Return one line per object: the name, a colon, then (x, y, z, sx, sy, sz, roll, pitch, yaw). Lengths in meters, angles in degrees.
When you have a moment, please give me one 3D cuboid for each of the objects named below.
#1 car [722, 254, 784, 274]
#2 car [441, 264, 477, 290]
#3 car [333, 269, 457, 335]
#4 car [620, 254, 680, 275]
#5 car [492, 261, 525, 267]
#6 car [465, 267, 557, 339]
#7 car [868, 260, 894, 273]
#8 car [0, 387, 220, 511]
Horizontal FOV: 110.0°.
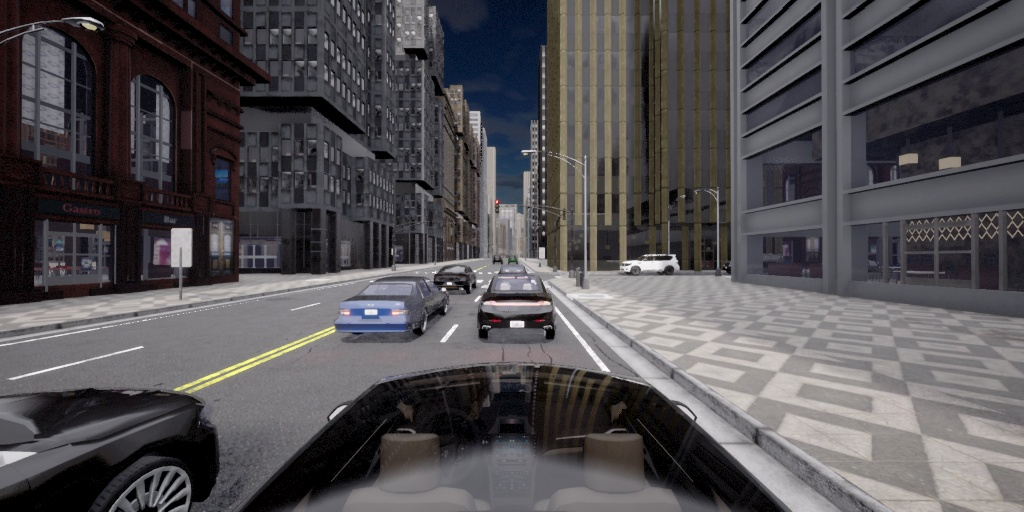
car: (24.162, 0.815, 35.816, 5.566, 2.045, 2.150, 0, 0, 0)
car: (-3.102, 1.210, 20.248, 1.882, 1.535, 5.008, 0, 0, 0)
car: (-3.129, 1.293, 10.479, 2.033, 1.411, 5.357, 0, 0, 0)
car: (13.735, 0.859, 35.815, 5.566, 2.045, 2.150, 0, 0, 0)
car: (0.044, 1.225, 19.489, 2.128, 1.511, 4.902, 0, 0, 0)
car: (0.119, 1.238, 10.059, 2.128, 1.511, 4.902, 0, 0, 0)
car: (34.779, 1.099, 35.802, 5.357, 1.411, 2.033, 0, 0, 0)
car: (-3.149, 1.241, 0.736, 2.128, 1.511, 4.902, 0, 0, 0)
